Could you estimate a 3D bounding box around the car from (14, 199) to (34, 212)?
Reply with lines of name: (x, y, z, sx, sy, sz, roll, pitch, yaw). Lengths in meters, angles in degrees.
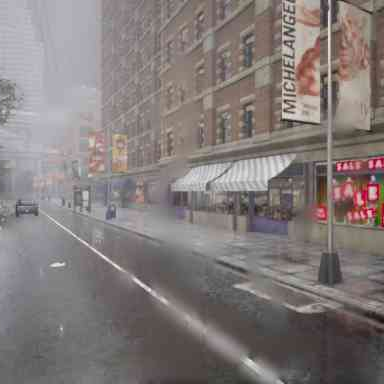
car: (-20.250, 1.547, 40.113, 2.033, 1.411, 5.357, 0, 0, -27)

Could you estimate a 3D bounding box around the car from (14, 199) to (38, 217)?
car: (-15.665, 1.492, 31.516, 2.128, 1.511, 4.902, 0, 0, -28)
